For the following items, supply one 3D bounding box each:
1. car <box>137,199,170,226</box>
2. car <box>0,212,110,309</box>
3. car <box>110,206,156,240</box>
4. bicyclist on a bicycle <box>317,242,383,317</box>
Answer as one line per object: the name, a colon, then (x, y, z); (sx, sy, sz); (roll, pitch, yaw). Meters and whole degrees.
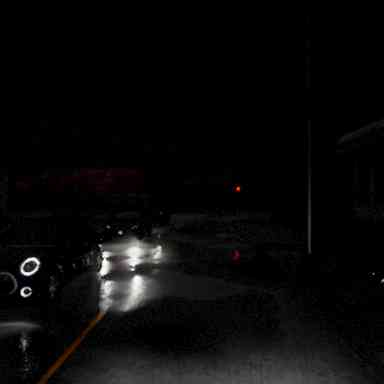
car: (-3.001, 1.558, 26.527); (2.150, 2.045, 5.566); (0, -1, 2)
car: (-3.823, 1.445, 8.293); (2.097, 1.767, 4.553); (0, -1, 2)
car: (-3.392, 1.738, 18.540); (1.812, 1.442, 4.674); (0, -1, 2)
bicyclist on a bicycle: (3.056, 1.555, 6.213); (0.582, 1.620, 1.656); (42, 1, 3)
